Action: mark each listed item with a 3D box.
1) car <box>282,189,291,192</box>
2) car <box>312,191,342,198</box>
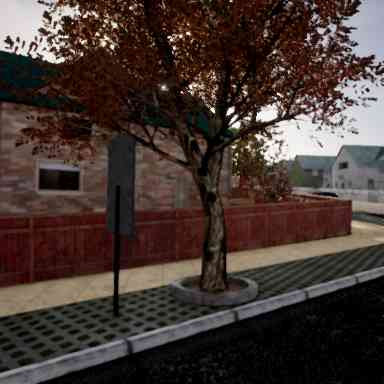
[{"bbox_3d":[14.279,0.215,51.828,1.895,1.301,4.718,1,2,-3],"label":"car"},{"bbox_3d":[12.620,0.740,31.136,1.837,1.490,4.892,1,2,-3],"label":"car"}]
